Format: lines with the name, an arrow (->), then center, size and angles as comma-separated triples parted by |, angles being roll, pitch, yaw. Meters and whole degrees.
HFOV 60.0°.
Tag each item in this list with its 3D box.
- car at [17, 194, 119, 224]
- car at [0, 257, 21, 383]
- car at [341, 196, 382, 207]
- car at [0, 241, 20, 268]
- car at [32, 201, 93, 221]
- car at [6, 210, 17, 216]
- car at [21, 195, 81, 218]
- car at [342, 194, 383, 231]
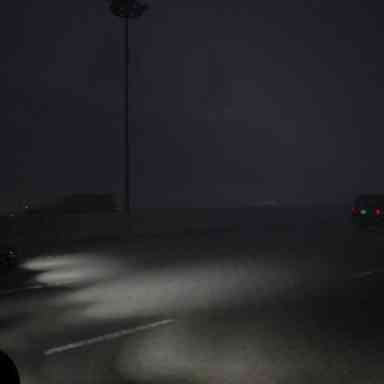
car -> -7.185, 1.124, 20.112 | 5.566, 2.045, 2.150 | 0, 0, -33
car -> -3.415, 1.472, 1.250 | 5.008, 1.535, 1.882 | 0, 0, -36
car -> 23.775, 1.306, 46.697 | 5.357, 1.411, 2.033 | 0, 0, -18
car -> -6.556, 1.490, 7.579 | 4.674, 1.442, 1.812 | 0, 0, -36
car -> -10.252, 1.437, 26.423 | 4.181, 1.385, 1.994 | 0, 0, -32
car -> -10.138, 1.457, 22.315 | 4.181, 1.385, 1.994 | 0, 0, -33
car -> -12.386, 1.212, 29.193 | 4.553, 1.767, 2.097 | 0, 0, -33
car -> 11.278, 1.124, 18.478 | 5.566, 2.045, 2.150 | 0, 0, -27
